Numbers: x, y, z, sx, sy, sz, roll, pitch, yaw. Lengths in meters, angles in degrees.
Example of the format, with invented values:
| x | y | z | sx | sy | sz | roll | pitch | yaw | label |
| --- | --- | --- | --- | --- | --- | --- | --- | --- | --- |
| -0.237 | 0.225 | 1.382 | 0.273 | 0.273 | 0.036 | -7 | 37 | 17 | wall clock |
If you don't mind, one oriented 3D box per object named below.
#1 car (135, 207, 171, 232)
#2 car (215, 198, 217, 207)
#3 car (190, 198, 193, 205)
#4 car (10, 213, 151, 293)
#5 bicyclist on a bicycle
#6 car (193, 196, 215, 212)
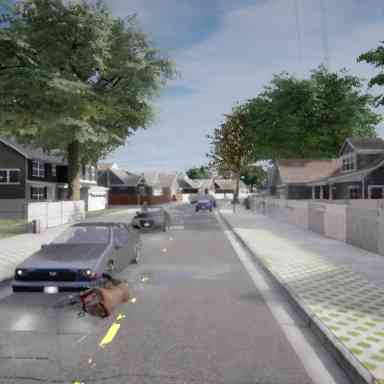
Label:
| x | y | z | sx | sy | sz | roll | pitch | yaw | label |
| --- | --- | --- | --- | --- | --- | --- | --- | --- | --- |
| -2.373 | 1.564 | 19.757 | 1.994 | 1.385 | 4.181 | 0 | 0 | 1 | car |
| 2.502 | 1.332 | 49.015 | 2.097 | 1.767 | 4.553 | 0 | 0 | 7 | car |
| 0.893 | 1.537 | 58.203 | 1.994 | 1.385 | 4.181 | 0 | 0 | 10 | car |
| -2.664 | 1.545 | 9.189 | 2.033 | 1.411 | 5.357 | 0 | 0 | 2 | car |
| -1.634 | 1.869 | 5.972 | 1.656 | 0.582 | 1.620 | -13 | 1 | -23 | bicyclist on a bicycle |
| 1.444 | 1.516 | 38.919 | 1.812 | 1.442 | 4.674 | 0 | 0 | 4 | car |
